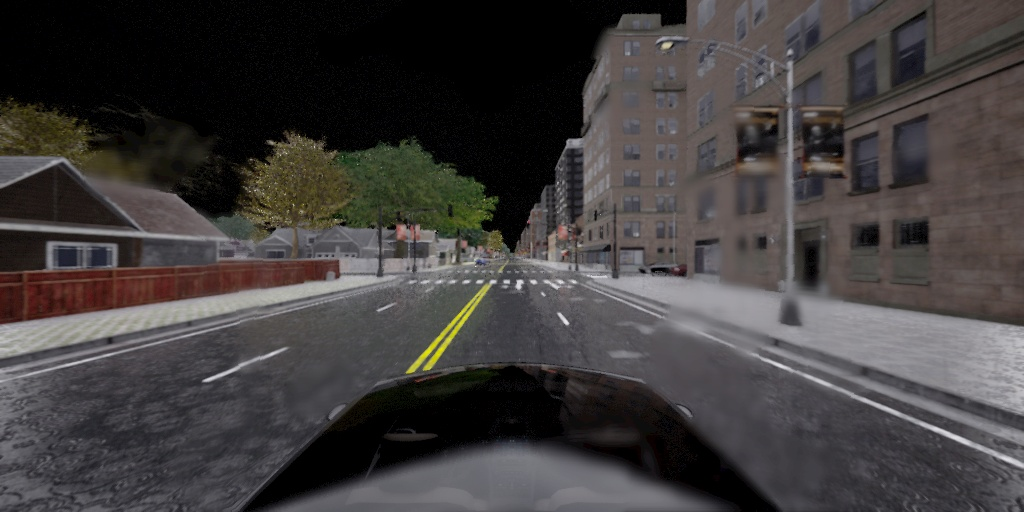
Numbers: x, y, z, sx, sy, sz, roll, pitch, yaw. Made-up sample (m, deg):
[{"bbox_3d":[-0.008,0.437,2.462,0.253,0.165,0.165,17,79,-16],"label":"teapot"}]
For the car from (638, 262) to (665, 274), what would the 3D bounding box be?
[{"bbox_3d":[16.373,1.310,40.181,4.313,1.339,1.948,0,0,0],"label":"car"}]

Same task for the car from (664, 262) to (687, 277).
[{"bbox_3d":[16.379,1.283,32.156,4.207,1.307,1.802,0,0,0],"label":"car"}]
